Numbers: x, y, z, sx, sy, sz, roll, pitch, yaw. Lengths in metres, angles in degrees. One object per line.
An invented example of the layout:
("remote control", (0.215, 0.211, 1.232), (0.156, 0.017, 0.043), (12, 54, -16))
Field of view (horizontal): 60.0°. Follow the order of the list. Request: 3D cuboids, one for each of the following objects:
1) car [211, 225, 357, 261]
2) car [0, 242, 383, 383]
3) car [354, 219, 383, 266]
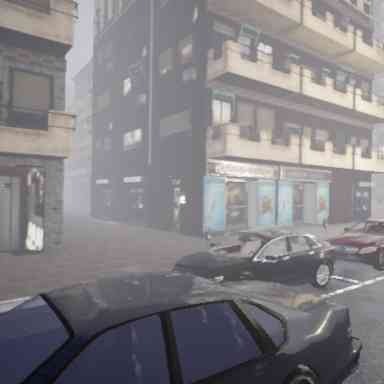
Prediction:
("car", (1.545, 1.539, 7.604), (4.403, 1.369, 2.008), (0, 1, -35))
("car", (-0.663, 1.546, 2.884), (5.357, 1.411, 2.033), (0, 0, -35))
("car", (6.056, 1.557, 10.822), (4.206, 1.307, 1.802), (0, 1, -35))
